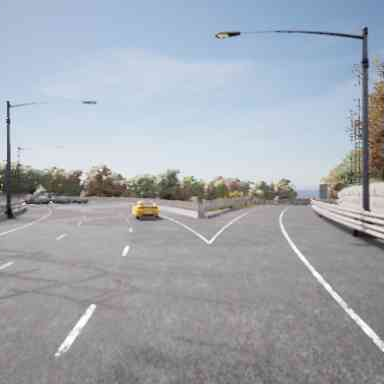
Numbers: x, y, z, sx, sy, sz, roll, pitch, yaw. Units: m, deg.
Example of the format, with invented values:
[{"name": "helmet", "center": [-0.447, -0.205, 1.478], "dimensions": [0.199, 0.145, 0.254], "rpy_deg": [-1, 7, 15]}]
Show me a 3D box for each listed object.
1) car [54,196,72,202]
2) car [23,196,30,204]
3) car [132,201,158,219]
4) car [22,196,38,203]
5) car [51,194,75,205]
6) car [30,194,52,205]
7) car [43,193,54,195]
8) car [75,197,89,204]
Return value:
[{"name": "car", "center": [-29.375, 1.569, 75.646], "dimensions": [2.033, 1.411, 5.357], "rpy_deg": [0, 0, -44]}, {"name": "car", "center": [-33.919, 1.584, 70.219], "dimensions": [2.097, 1.767, 4.553], "rpy_deg": [0, 0, -42]}, {"name": "car", "center": [-4.240, 1.522, 29.777], "dimensions": [1.882, 1.535, 5.008], "rpy_deg": [0, 0, -15]}, {"name": "car", "center": [-34.605, 1.618, 70.993], "dimensions": [1.994, 1.385, 4.181], "rpy_deg": [0, 0, -44]}, {"name": "car", "center": [-25.434, 1.695, 65.327], "dimensions": [2.128, 1.511, 4.902], "rpy_deg": [0, 0, -39]}, {"name": "car", "center": [-29.126, 1.715, 64.378], "dimensions": [2.128, 1.511, 4.902], "rpy_deg": [0, 0, -39]}, {"name": "car", "center": [-32.013, 1.273, 73.341], "dimensions": [2.150, 2.045, 5.566], "rpy_deg": [0, 0, -44]}, {"name": "car", "center": [-22.747, 1.686, 67.561], "dimensions": [2.033, 1.411, 5.357], "rpy_deg": [0, 0, -39]}]
